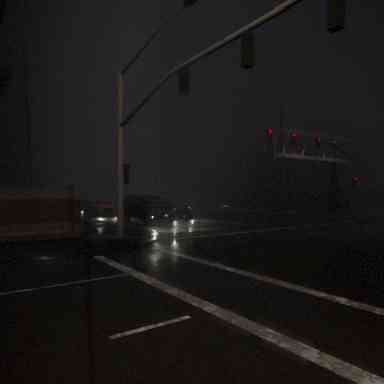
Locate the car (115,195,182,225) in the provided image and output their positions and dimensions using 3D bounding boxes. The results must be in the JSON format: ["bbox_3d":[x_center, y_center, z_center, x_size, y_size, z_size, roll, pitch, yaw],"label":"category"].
[{"bbox_3d":[-3.333,1.222,24.548,2.150,2.045,5.566,0,0,-36],"label":"car"}]

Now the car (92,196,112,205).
[{"bbox_3d":[-16.790,1.478,61.629,1.882,1.535,5.008,0,0,-36],"label":"car"}]

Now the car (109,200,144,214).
[{"bbox_3d":[-7.161,1.601,35.880,1.895,1.301,4.718,0,0,-36],"label":"car"}]

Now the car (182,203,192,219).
[{"bbox_3d":[-1.916,1.352,28.579,2.097,1.767,4.553,0,0,-36],"label":"car"}]

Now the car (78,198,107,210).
[{"bbox_3d":[-13.364,1.547,44.531,2.033,1.411,5.357,0,0,-36],"label":"car"}]

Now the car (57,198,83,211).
[{"bbox_3d":[-15.090,1.526,40.941,1.812,1.442,4.674,0,0,-35],"label":"car"}]

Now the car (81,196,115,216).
[{"bbox_3d":[-9.095,1.478,32.574,1.882,1.535,5.008,0,0,-36],"label":"car"}]
